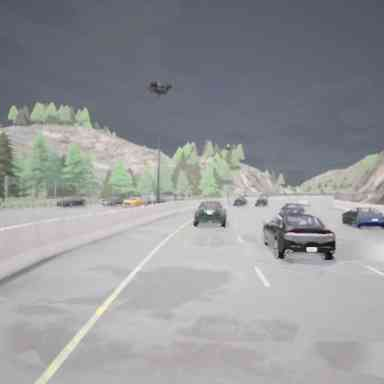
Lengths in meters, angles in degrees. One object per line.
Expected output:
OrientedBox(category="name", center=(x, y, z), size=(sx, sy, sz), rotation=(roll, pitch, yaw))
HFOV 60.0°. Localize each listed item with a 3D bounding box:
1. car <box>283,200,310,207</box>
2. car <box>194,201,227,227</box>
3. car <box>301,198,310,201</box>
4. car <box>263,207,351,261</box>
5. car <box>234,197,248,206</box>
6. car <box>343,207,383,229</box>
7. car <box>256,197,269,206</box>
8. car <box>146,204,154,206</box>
OrientedBox(category="car", center=(8.950, 1.703, 29.581), size=(2.033, 1.411, 5.357), rotation=(1, 0, 11))
OrientedBox(category="car", center=(1.424, 1.404, 23.788), size=(2.097, 1.767, 4.553), rotation=(1, 0, 7))
OrientedBox(category="car", center=(20.847, 1.877, 61.579), size=(1.812, 1.442, 4.674), rotation=(0, 0, 20))
OrientedBox(category="car", center=(3.885, 1.559, 12.698), size=(2.128, 1.511, 4.902), rotation=(1, 0, 4))
OrientedBox(category="car", center=(8.628, 1.697, 58.158), size=(1.837, 1.490, 4.892), rotation=(-1, 0, 18))
OrientedBox(category="car", center=(11.898, 1.747, 23.137), size=(1.994, 1.385, 4.181), rotation=(1, 0, 8))
OrientedBox(category="car", center=(12.628, 1.749, 59.263), size=(1.837, 1.490, 4.892), rotation=(-1, 0, 19))
OrientedBox(category="car", center=(-5.039, 1.553, 47.988), size=(2.033, 1.411, 5.357), rotation=(1, 0, 14))
